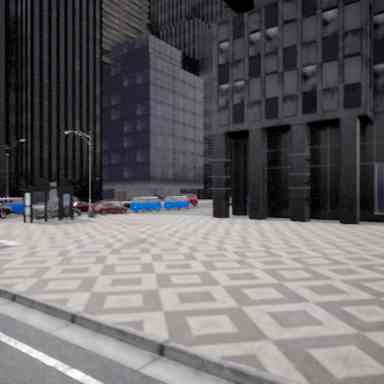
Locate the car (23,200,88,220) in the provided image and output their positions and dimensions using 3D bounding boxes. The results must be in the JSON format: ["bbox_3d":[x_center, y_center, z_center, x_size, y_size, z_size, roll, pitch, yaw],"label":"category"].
[{"bbox_3d":[-11.768,1.680,28.931,2.008,1.369,4.403,0,0,35],"label":"car"}]

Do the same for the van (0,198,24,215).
[{"bbox_3d":[-18.711,1.489,33.878,1.690,1.788,3.998,0,0,35],"label":"van"}]

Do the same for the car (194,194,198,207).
[{"bbox_3d":[-1.270,1.351,53.676,2.150,2.045,5.566,0,0,36],"label":"car"}]

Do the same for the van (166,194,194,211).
[{"bbox_3d":[-1.883,1.460,42.802,1.690,1.788,3.998,0,0,35],"label":"van"}]

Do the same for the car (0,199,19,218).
[{"bbox_3d":[-18.473,1.671,29.620,1.812,1.442,4.674,0,0,37],"label":"car"}]

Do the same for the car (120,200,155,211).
[{"bbox_3d":[-7.342,1.733,45.232,1.895,1.301,4.718,0,0,36],"label":"car"}]

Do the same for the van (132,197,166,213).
[{"bbox_3d":[-5.178,1.463,38.179,1.690,1.788,3.998,0,0,35],"label":"van"}]

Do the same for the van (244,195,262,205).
[{"bbox_3d":[11.298,1.458,61.296,1.690,1.788,3.998,0,0,35],"label":"van"}]

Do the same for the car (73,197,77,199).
[{"bbox_3d":[-15.416,1.459,38.501,2.192,1.841,5.009,0,0,35],"label":"car"}]

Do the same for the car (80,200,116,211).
[{"bbox_3d":[-12.121,1.722,43.125,1.802,1.307,4.206,0,0,35],"label":"car"}]

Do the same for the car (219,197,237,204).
[{"bbox_3d":[7.650,1.686,70.865,2.008,1.369,4.403,0,0,35],"label":"car"}]

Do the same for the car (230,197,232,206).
[{"bbox_3d":[4.708,1.699,52.048,1.802,1.307,4.206,0,0,35],"label":"car"}]

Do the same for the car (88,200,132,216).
[{"bbox_3d":[-8.472,1.707,33.555,1.802,1.307,4.206,0,0,35],"label":"car"}]
